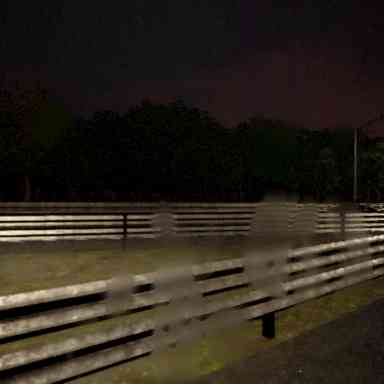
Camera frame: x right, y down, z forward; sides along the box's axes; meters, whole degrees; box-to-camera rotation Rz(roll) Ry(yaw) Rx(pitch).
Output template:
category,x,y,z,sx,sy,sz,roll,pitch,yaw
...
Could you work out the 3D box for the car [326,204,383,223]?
category,x,y,z,sx,sy,sz,roll,pitch,yaw
car,11.466,1.610,22.723,4.892,1.490,1.837,1,-1,-18
